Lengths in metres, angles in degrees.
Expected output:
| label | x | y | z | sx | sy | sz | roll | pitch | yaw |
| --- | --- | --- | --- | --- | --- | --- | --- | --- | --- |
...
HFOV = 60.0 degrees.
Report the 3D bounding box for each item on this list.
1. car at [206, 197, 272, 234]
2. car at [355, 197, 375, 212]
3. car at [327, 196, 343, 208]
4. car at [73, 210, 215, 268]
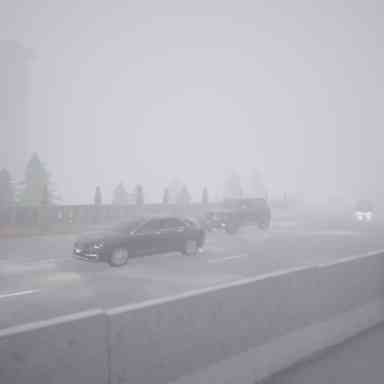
| label | x | y | z | sx | sy | sz | roll | pitch | yaw |
| --- | --- | --- | --- | --- | --- | --- | --- | --- | --- |
| car | 2.802 | 1.367 | 20.631 | 2.150 | 2.045 | 5.566 | 0 | -1 | 44 |
| car | 22.911 | 1.829 | 44.291 | 2.128 | 1.511 | 4.902 | 0 | 0 | 24 |
| car | 23.938 | 1.667 | 55.823 | 2.150 | 2.045 | 5.566 | 0 | -1 | 22 |
| car | -1.668 | 1.580 | 11.800 | 4.892 | 1.490 | 1.837 | 0 | 0 | -40 |
